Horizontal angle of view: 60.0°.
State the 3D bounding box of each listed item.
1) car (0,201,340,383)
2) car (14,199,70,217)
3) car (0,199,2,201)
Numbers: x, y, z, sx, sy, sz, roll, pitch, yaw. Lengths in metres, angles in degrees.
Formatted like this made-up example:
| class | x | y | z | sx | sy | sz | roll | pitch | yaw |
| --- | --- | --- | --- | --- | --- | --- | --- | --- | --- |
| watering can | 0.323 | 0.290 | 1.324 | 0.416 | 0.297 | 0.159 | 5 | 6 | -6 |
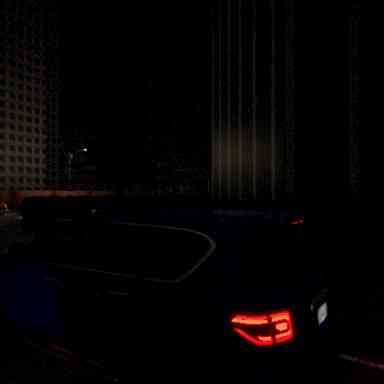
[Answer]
| class | x | y | z | sx | sy | sz | roll | pitch | yaw |
| --- | --- | --- | --- | --- | --- | --- | --- | --- | --- |
| car | -0.961 | 1.227 | 4.674 | 5.566 | 2.045 | 2.150 | 0 | 0 | 35 |
| car | -15.396 | 1.585 | 34.361 | 1.882 | 1.535 | 5.008 | 0 | 0 | 35 |
| car | -20.781 | 1.465 | 32.819 | 2.097 | 1.767 | 4.553 | 0 | 0 | 35 |
